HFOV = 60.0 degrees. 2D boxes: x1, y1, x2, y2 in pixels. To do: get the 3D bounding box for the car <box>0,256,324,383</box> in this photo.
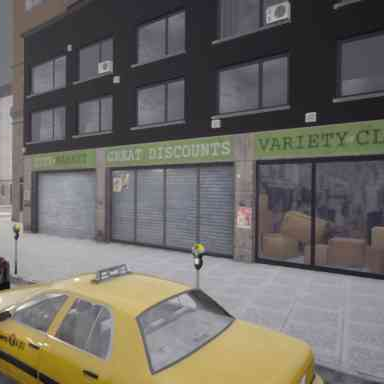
[{"bbox_3d":[-1.100,1.524,3.862,4.829,1.417,1.752,0,1,35],"label":"car"}]
